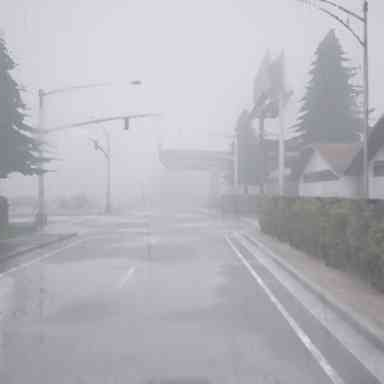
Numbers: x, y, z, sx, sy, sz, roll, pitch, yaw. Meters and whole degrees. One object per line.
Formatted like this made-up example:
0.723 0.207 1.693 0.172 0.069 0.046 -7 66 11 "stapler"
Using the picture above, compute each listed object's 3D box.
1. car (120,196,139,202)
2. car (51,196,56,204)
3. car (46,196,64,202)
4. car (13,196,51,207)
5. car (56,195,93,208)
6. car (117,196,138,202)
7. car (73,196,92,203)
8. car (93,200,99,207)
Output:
-16.579 1.759 88.290 4.514 1.523 2.007 0 0 -1 "car"
-24.074 1.601 63.264 4.514 1.523 2.007 0 0 -1 "car"
-35.171 1.792 85.175 3.806 1.475 1.970 0 0 -1 "car"
-24.702 1.341 50.804 4.605 1.855 1.932 0 0 -1 "car"
-16.812 1.304 47.571 3.866 1.878 1.905 0 0 -1 "car"
-16.505 1.735 85.154 5.027 1.636 2.152 0 0 -1 "car"
-24.099 1.669 73.257 3.633 1.501 1.845 0 0 -1 "car"
-16.223 1.604 50.898 3.806 1.475 1.970 0 0 -1 "car"
